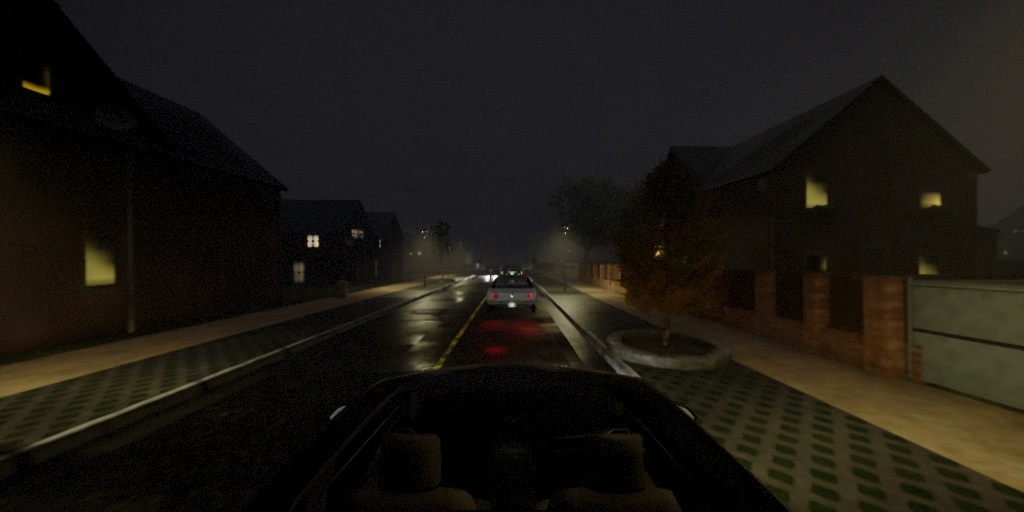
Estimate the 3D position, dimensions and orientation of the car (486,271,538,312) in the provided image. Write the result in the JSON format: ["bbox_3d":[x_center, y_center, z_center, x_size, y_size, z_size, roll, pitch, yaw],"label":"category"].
[{"bbox_3d":[0.015,1.490,15.093,1.895,1.301,4.718,0,-1,0],"label":"car"}]

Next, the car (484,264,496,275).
[{"bbox_3d":[-2.776,1.844,49.876,2.128,1.511,4.902,0,-1,0],"label":"car"}]

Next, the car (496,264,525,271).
[{"bbox_3d":[0.017,1.421,30.257,2.097,1.767,4.553,0,-1,0],"label":"car"}]
